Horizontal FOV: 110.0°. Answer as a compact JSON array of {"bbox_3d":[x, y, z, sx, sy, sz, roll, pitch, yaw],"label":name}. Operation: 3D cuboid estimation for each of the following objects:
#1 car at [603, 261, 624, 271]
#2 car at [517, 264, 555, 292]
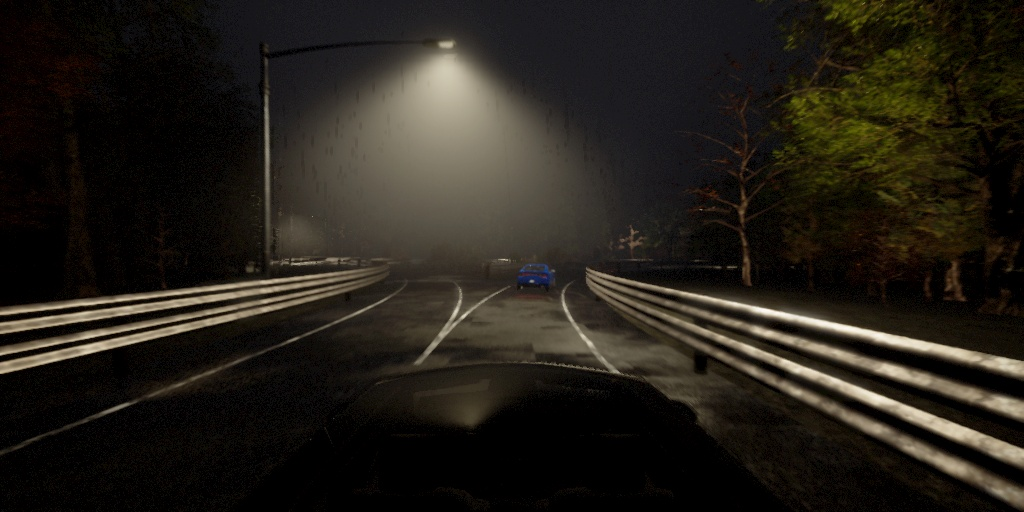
[{"bbox_3d":[15.681,1.509,55.296,2.128,1.511,4.902,-1,-1,38],"label":"car"},{"bbox_3d":[1.556,1.241,21.890,1.882,1.535,5.008,1,0,11],"label":"car"}]
